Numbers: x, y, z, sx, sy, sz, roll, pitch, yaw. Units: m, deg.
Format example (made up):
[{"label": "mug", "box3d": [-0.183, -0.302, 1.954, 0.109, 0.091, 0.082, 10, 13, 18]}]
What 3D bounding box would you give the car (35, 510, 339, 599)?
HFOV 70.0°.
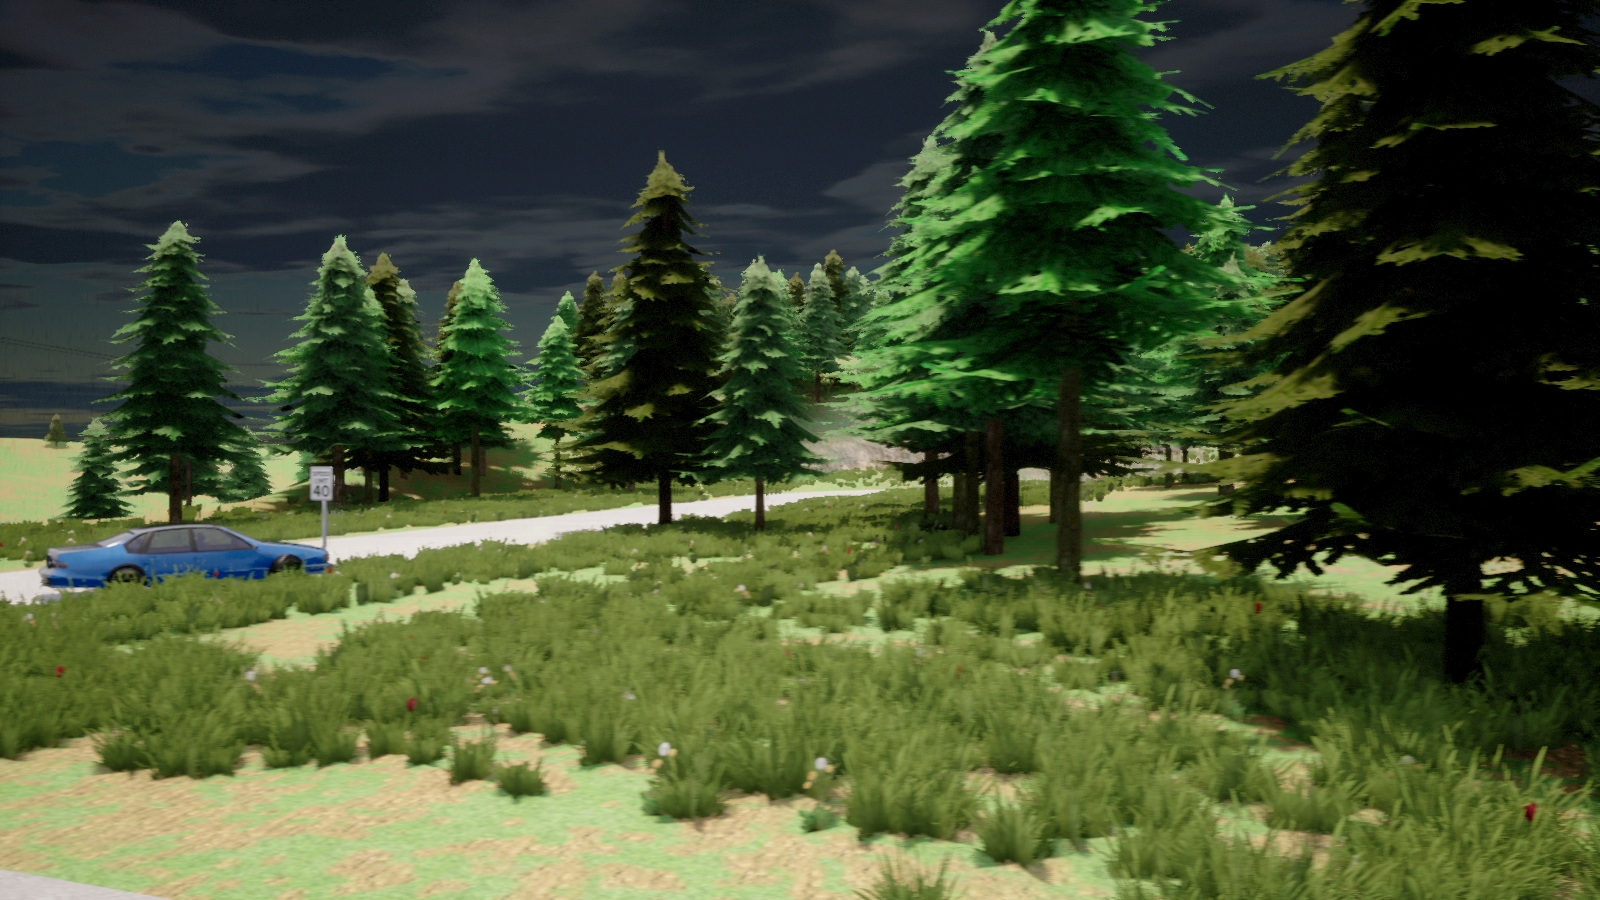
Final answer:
[{"label": "car", "box3d": [-12.799, 2.106, 24.078, 5.357, 1.411, 2.033, 0, 0, -39]}]
